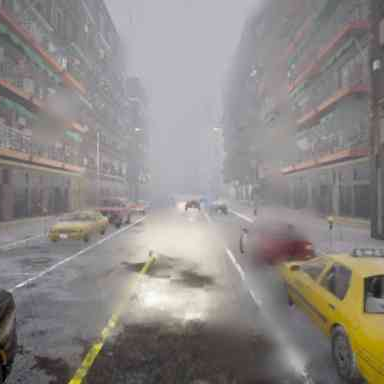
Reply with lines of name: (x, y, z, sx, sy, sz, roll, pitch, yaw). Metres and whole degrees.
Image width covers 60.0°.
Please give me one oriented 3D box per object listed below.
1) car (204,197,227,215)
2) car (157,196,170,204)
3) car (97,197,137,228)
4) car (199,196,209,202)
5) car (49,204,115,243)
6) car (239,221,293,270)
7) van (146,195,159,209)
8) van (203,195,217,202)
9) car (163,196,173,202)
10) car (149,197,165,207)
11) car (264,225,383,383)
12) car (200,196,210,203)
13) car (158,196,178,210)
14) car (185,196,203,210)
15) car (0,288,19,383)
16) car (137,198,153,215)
car: (2.578, 1.521, 33.354, 2.008, 1.369, 4.403, 1, 0, 0)
car: (-5.266, 1.505, 61.681, 2.008, 1.369, 4.403, 1, 0, 0)
car: (-5.309, 1.295, 21.984, 2.192, 1.841, 5.009, 1, 0, 0)
car: (2.583, 1.495, 73.050, 1.887, 1.381, 4.507, 1, 0, 0)
car: (-5.309, 1.510, 16.144, 1.752, 1.417, 4.829, 1, 0, 0)
car: (2.575, 1.571, 10.671, 1.802, 1.307, 4.206, 1, 0, 0)
van: (-5.265, 1.304, 44.668, 1.690, 1.788, 3.998, 1, 0, 0)
van: (2.582, 1.304, 44.695, 1.690, 1.788, 3.998, 1, 0, 0)
car: (-5.264, 1.496, 73.023, 1.887, 1.381, 4.507, 1, 0, 0)
car: (-5.267, 1.505, 50.339, 1.887, 1.381, 4.507, 1, 0, 0)
car: (2.575, 1.520, 5.170, 1.752, 1.417, 4.829, 1, 0, 0)
car: (2.582, 1.518, 67.379, 1.947, 1.339, 4.313, 1, 0, 0)
car: (-2.835, 1.467, 42.383, 1.837, 1.490, 4.892, 0, 1, 0)
car: (0.106, 1.491, 41.563, 1.812, 1.442, 4.674, 0, 0, 0)
car: (-2.850, 1.476, 1.614, 1.882, 1.535, 5.008, 0, 0, 0)
car: (-5.280, 1.553, 33.326, 1.802, 1.307, 4.206, 1, 0, 0)
